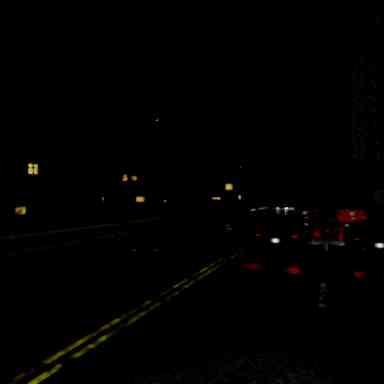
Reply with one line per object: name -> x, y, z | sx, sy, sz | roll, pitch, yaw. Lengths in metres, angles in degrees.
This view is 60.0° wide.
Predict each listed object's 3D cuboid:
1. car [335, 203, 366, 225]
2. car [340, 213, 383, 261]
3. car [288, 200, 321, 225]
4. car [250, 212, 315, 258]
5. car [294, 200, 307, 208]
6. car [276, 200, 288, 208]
car -> 12.463, 1.634, 26.175 | 2.097, 1.767, 4.553 | 0, -1, 23
car -> 6.775, 1.695, 12.469 | 1.994, 1.385, 4.181 | 0, -1, 23
car -> 9.461, 1.649, 27.419 | 2.097, 1.767, 4.553 | 0, -1, 23
car -> 3.734, 1.709, 13.620 | 1.994, 1.385, 4.181 | 0, -1, 23
car -> 20.374, 2.250, 62.269 | 1.812, 1.442, 4.674 | 0, -1, 23
car -> 17.335, 2.241, 63.419 | 1.837, 1.490, 4.892 | 0, 0, 23
